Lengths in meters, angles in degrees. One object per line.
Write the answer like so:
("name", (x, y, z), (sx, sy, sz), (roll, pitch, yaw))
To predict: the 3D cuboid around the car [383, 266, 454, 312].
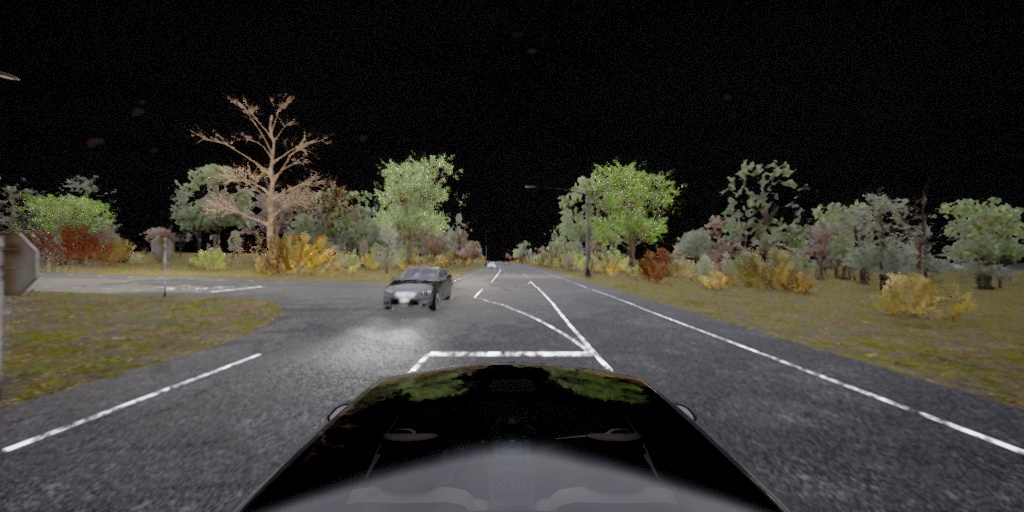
("car", (-3.496, 1.152, 14.145), (2.128, 1.511, 4.902), (1, 1, 0))
